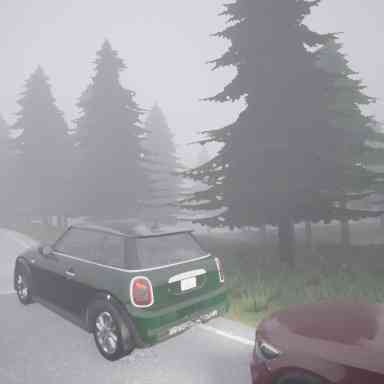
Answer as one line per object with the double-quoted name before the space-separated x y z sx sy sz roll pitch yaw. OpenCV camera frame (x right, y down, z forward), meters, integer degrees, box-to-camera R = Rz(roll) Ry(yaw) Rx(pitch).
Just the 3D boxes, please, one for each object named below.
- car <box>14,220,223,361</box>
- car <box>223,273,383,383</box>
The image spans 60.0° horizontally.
"car" -1.577 1.308 6.221 4.553 1.767 2.097 1 1 44
"car" 2.748 1.531 2.595 4.674 1.442 1.812 1 0 36
